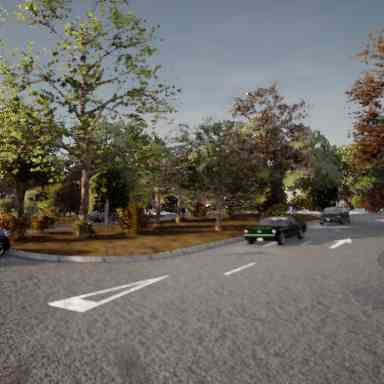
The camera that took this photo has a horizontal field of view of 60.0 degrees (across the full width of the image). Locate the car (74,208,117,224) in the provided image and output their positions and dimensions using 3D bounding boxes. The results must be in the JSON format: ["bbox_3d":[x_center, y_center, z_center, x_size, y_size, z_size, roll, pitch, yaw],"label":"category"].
[{"bbox_3d":[-10.552,2.847,36.523,2.128,1.511,4.902,-4,-3,35],"label":"car"}]

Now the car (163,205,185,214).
[{"bbox_3d":[-3.433,3.161,61.850,4.553,1.767,2.097,-4,-3,44],"label":"car"}]

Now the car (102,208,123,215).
[{"bbox_3d":[-17.092,4.154,71.434,4.181,1.385,1.994,-3,-3,27],"label":"car"}]

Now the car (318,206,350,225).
[{"bbox_3d":[12.502,2.055,29.159,1.837,1.490,4.892,-4,-4,35],"label":"car"}]

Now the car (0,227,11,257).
[{"bbox_3d":[-9.598,1.764,12.713,2.185,1.767,4.553,-1,-2,35],"label":"car"}]

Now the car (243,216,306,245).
[{"bbox_3d":[4.528,2.007,17.853,1.895,1.301,4.718,-4,-3,36],"label":"car"}]
